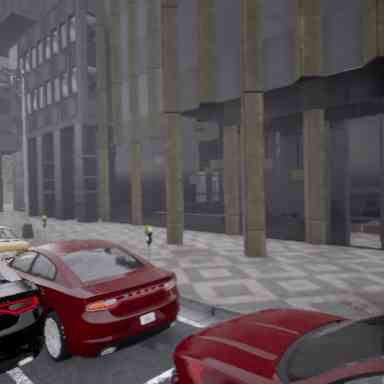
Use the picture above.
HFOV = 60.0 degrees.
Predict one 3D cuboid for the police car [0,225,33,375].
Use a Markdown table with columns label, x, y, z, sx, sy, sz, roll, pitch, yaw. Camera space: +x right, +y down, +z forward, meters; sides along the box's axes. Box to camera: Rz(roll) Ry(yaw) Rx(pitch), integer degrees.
| label | x | y | z | sx | sy | sz | roll | pitch | yaw |
| --- | --- | --- | --- | --- | --- | --- | --- | --- | --- |
| police car | -4.062 | 1.439 | 5.046 | 5.238 | 1.638 | 1.930 | -1 | 1 | 44 |

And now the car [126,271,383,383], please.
| label | x | y | z | sx | sy | sz | roll | pitch | yaw |
| --- | --- | --- | --- | --- | --- | --- | --- | --- | --- |
| car | 1.732 | 1.466 | 2.042 | 4.507 | 1.381 | 1.887 | -1 | 1 | 44 |

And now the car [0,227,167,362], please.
| label | x | y | z | sx | sy | sz | roll | pitch | yaw |
| --- | --- | --- | --- | --- | --- | --- | --- | --- | --- |
| car | -2.173 | 1.503 | 5.826 | 4.507 | 1.381 | 1.887 | -1 | 1 | 44 |
